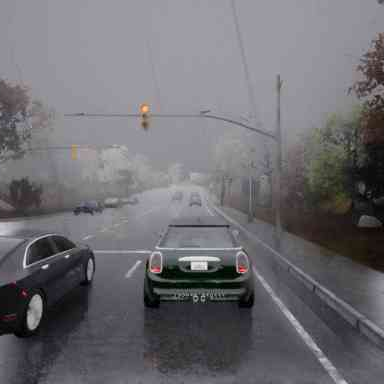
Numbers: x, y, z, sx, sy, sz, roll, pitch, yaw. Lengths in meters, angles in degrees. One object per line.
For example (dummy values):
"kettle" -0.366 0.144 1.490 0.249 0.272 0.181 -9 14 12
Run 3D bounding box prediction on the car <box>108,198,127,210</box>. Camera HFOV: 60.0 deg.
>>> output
"car" -10.262 1.478 43.335 1.882 1.535 5.008 0 0 1

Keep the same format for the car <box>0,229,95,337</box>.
"car" -3.377 1.505 6.627 1.837 1.490 4.892 0 0 0

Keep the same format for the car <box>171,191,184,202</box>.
"car" -2.984 1.070 64.608 2.033 1.411 5.357 0 3 1

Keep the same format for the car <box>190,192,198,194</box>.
"car" 0.602 0.647 72.654 2.033 1.411 5.357 0 3 1

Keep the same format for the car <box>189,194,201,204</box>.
"car" 0.523 1.491 54.054 2.033 1.411 5.357 0 1 1

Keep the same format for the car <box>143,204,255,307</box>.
"car" 0.143 1.352 8.127 2.097 1.767 4.553 0 0 0

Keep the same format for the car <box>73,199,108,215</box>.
"car" -10.353 1.601 33.616 1.895 1.301 4.718 0 0 1

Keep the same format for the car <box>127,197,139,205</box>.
"car" -10.141 1.474 55.514 1.994 1.385 4.181 0 1 1
